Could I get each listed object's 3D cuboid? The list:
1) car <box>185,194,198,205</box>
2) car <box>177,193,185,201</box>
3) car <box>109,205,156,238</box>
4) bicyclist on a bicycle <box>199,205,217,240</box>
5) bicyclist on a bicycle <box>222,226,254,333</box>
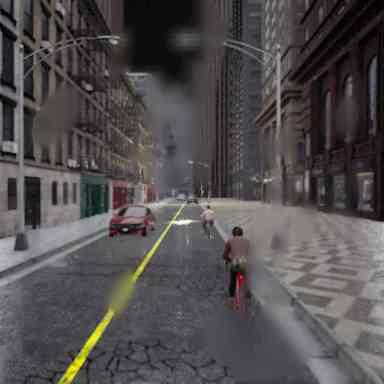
[{"bbox_3d":[0.099,1.565,61.749,1.837,1.490,4.892,0,-1,0],"label":"car"},{"bbox_3d":[-2.996,1.354,93.487,2.150,2.045,5.566,0,0,0],"label":"car"},{"bbox_3d":[-3.099,1.477,17.963,1.882,1.535,5.008,0,0,0],"label":"car"},{"bbox_3d":[0.787,1.435,16.065,0.866,1.612,1.509,0,0,0],"label":"bicyclist on a bicycle"},{"bbox_3d":[0.826,1.452,5.873,0.582,1.620,1.656,0,0,0],"label":"bicyclist on a bicycle"}]
